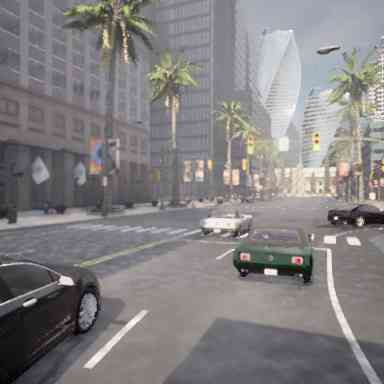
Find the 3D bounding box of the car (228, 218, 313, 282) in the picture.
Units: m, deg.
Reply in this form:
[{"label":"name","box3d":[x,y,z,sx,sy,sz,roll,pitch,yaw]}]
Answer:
[{"label":"car","box3d":[2.610,1.613,9.983,1.895,1.301,4.718,0,0,19]}]

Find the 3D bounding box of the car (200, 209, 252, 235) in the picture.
[{"label":"car","box3d":[2.050,1.612,18.423,1.895,1.301,4.718,0,0,21]}]

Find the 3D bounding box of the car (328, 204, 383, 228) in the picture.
[{"label":"car","box3d":[11.450,1.531,22.380,5.008,1.535,1.882,0,-1,-26]}]

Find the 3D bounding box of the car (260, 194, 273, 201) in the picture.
[{"label":"car","box3d":[19.879,1.452,89.952,2.185,1.767,4.553,0,0,21]}]

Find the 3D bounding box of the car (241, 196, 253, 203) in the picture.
[{"label":"car","box3d":[11.592,1.571,69.647,2.161,1.482,4.786,0,0,21]}]

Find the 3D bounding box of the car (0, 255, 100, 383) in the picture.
[{"label":"car","box3d":[-2.740,1.494,3.922,1.837,1.490,4.892,0,0,8]}]
